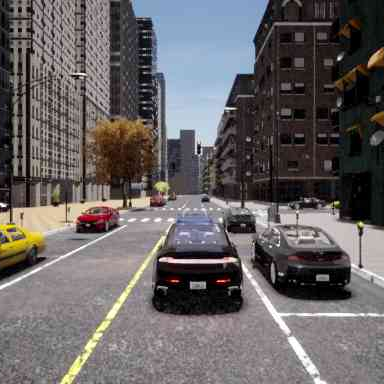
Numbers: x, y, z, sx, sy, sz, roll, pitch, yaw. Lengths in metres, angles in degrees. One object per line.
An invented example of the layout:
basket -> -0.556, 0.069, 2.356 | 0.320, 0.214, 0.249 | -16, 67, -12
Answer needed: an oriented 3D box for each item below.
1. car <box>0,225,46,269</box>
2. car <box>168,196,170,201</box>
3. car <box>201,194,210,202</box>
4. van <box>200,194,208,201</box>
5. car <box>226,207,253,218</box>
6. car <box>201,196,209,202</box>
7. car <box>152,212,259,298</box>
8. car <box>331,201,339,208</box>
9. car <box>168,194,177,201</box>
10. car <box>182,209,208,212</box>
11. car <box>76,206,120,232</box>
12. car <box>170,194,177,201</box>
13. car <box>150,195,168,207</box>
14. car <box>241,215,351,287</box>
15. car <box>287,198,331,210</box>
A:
car -> -5.653, 1.526, 8.964 | 1.752, 1.417, 4.829 | 0, 0, 0
car -> -5.432, 1.605, 58.110 | 1.947, 1.339, 4.313 | 0, 0, 0
car -> 3.023, 1.627, 74.640 | 1.947, 1.339, 4.313 | 0, 0, 0
van -> 3.072, 1.422, 85.686 | 1.690, 1.788, 3.998 | 0, 0, 0
car -> 2.778, 1.555, 20.161 | 2.008, 1.369, 4.403 | 0, 0, 0
car -> 3.049, 1.596, 80.333 | 1.752, 1.417, 4.829 | 0, 0, 0
car -> 0.126, 1.492, 8.496 | 2.128, 1.511, 4.902 | 0, 0, 0
car -> 18.999, 1.258, 39.549 | 4.829, 1.417, 1.752 | -1, 1, 0
car -> -5.284, 1.407, 91.246 | 2.192, 1.841, 5.009 | 0, 0, 0
car -> 0.159, 1.604, 18.614 | 1.895, 1.301, 4.718 | 0, 0, 1
car -> -5.602, 1.549, 20.199 | 1.887, 1.381, 4.507 | 0, 0, 0
car -> -5.308, 1.647, 85.724 | 1.947, 1.339, 4.313 | 0, 0, 0
car -> -5.457, 1.347, 52.587 | 2.192, 1.841, 5.009 | 0, 0, 0
car -> 2.728, 1.551, 9.095 | 2.008, 1.369, 4.403 | 0, 0, 0
car -> 13.602, 1.358, 39.519 | 4.403, 1.369, 2.008 | -1, 1, 0
